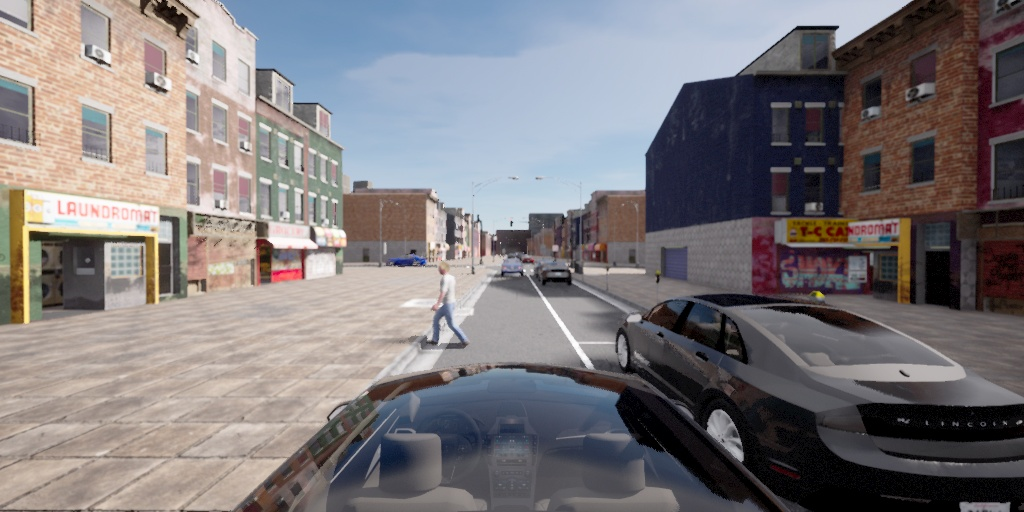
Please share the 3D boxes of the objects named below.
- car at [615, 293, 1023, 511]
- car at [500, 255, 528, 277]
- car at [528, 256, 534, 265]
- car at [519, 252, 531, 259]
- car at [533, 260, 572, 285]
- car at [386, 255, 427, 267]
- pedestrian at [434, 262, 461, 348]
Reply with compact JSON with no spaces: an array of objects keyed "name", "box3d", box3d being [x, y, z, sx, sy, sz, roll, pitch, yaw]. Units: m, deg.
[{"name":"car","box3d":[2.744,1.213,4.504,1.837,1.490,4.892,0,1,0]},{"name":"car","box3d":[0.022,0.893,29.521,2.033,1.411,5.357,0,1,0]},{"name":"car","box3d":[2.581,0.918,27.916,2.007,1.370,4.403,0,0,0]},{"name":"car","box3d":[2.517,0.534,56.944,1.888,1.381,4.507,0,0,0]},{"name":"car","box3d":[2.593,1.012,22.242,1.948,1.339,4.313,0,0,0]},{"name":"car","box3d":[-13.185,0.584,44.839,5.008,1.535,1.882,0,0,0]},{"name":"pedestrian","box3d":[-1.335,0.957,7.442,0.375,1.860,0.375,0,1,0]}]
